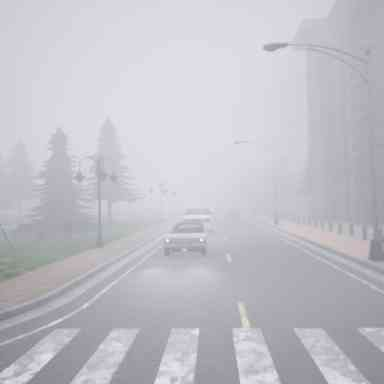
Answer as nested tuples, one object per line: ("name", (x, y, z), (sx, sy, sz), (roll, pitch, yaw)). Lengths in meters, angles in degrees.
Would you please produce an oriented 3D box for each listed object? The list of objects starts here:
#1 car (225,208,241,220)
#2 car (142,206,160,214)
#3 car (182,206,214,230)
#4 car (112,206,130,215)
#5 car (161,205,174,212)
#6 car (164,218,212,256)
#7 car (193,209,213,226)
("car", (5.591, 2.963, 45.423), (1.882, 1.535, 5.008), (-2, -2, 4))
("car", (-9.750, 4.365, 76.623), (3.633, 1.501, 1.845), (-2, -2, 4))
("car", (0.527, 2.149, 26.258), (2.150, 2.045, 5.566), (-2, -2, 5))
("car", (-16.942, 4.677, 80.104), (3.806, 1.475, 1.970), (-2, -2, 4))
("car", (-8.325, 4.713, 95.151), (4.605, 1.855, 1.932), (-2, -2, 4))
("car", (-0.164, 2.185, 16.149), (1.895, 1.301, 4.718), (-2, -2, 4))
("car", (1.285, 2.757, 36.652), (1.882, 1.535, 5.008), (-2, -2, 4))
